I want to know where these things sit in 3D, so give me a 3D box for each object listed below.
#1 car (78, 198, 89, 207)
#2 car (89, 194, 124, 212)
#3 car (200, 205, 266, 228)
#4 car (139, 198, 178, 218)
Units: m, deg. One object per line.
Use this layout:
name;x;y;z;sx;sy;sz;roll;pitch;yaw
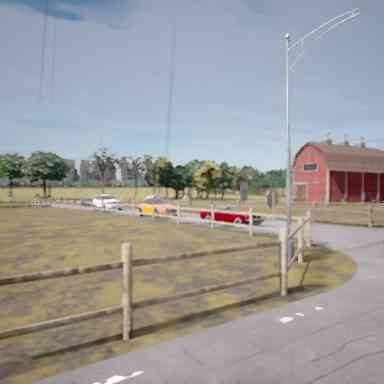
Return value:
car;-17.823;1.721;56.331;1.837;1.490;4.892;-1;0;-35
car;-10.253;1.308;40.541;2.150;2.045;5.566;-1;0;-35
car;2.665;1.579;22.310;1.895;1.301;4.718;-1;1;-36
car;-3.013;1.357;30.290;2.097;1.767;4.553;-1;1;-35
